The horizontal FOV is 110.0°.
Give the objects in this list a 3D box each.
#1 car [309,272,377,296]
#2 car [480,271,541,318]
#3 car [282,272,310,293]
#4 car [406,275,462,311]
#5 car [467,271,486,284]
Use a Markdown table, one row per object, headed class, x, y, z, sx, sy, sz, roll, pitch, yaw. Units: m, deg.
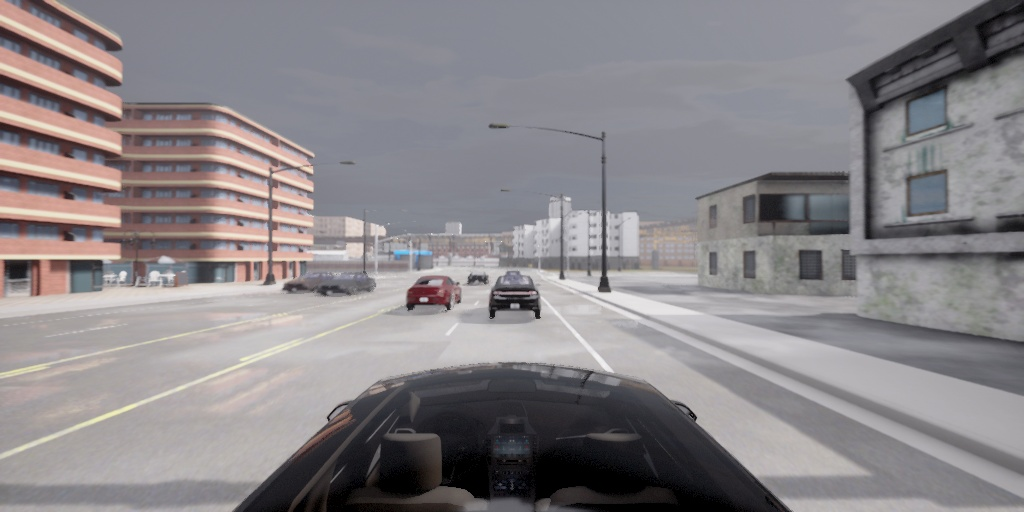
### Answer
| class | x | y | z | sx | sy | sz | roll | pitch | yaw |
| --- | --- | --- | --- | --- | --- | --- | --- | --- | --- |
| car | -10.603 | 1.798 | 23.484 | 2.033 | 1.411 | 5.357 | 0 | -2 | 0 |
| car | 0.099 | 1.495 | 14.171 | 2.128 | 1.511 | 4.902 | 0 | -2 | 0 |
| car | -14.103 | 1.861 | 25.862 | 2.033 | 1.411 | 5.357 | 0 | -2 | 0 |
| car | -3.401 | 1.582 | 16.139 | 1.812 | 1.442 | 4.674 | 0 | -2 | 0 |
| car | -3.407 | 2.208 | 37.040 | 1.895 | 1.301 | 4.718 | 0 | -2 | 0 |
